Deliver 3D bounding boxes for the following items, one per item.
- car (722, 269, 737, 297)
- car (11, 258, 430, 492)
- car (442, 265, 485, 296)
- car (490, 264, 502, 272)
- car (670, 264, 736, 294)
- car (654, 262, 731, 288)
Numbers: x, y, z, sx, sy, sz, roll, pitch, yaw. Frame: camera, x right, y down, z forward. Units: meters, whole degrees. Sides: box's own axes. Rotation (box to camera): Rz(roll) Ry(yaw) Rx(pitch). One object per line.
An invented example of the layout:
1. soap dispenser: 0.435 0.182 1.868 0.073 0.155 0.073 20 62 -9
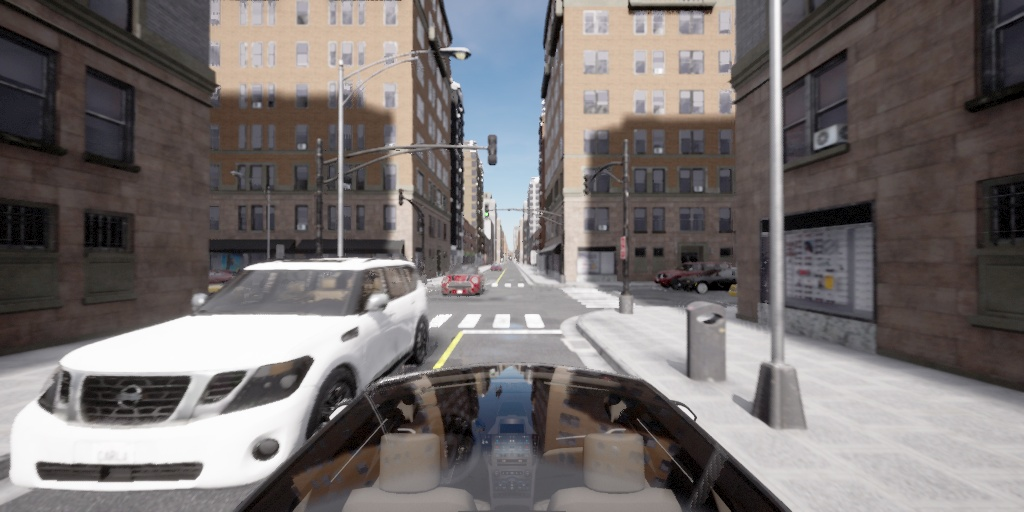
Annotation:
1. car: 12.500 1.460 16.161 4.829 1.417 1.751 0 0 0
2. car: -2.751 1.039 5.241 2.150 2.045 5.566 0 -1 0
3. car: -2.748 1.313 21.084 2.097 1.767 4.553 0 -1 0
4. car: -2.750 2.055 63.105 1.994 1.385 4.181 0 0 0
5. car: 12.614 1.455 21.651 5.008 1.535 1.882 0 0 0
6. car: 12.350 1.312 24.187 5.009 1.841 2.192 0 0 0
